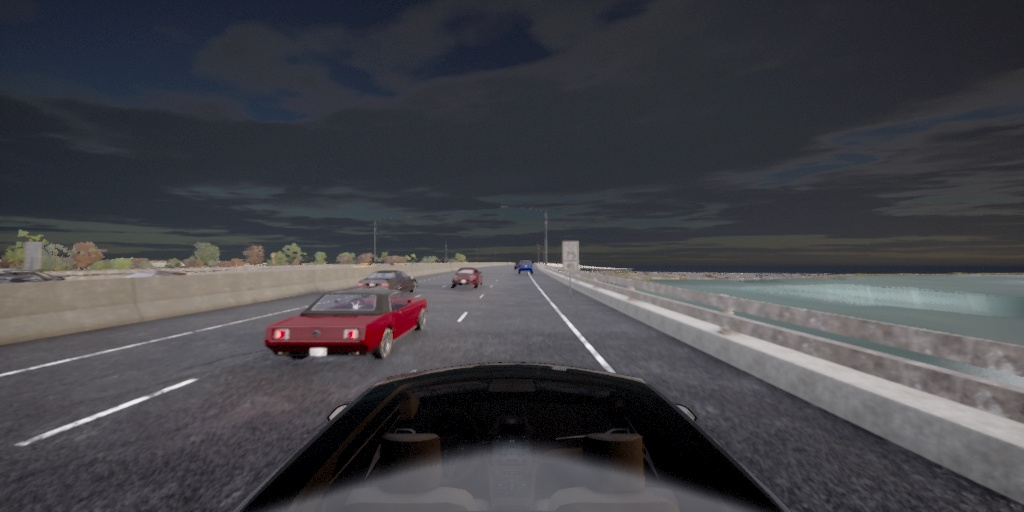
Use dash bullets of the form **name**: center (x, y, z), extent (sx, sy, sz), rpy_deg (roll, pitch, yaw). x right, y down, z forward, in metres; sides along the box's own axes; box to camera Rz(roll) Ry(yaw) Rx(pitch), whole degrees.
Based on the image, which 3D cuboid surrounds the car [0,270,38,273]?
- **car**: center (-24.522, 1.417, 16.963), extent (1.837, 1.490, 4.892), rpy_deg (0, -1, 1)

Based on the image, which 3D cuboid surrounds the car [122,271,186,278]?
- **car**: center (-17.528, 1.443, 17.328), extent (1.812, 1.442, 4.674), rpy_deg (0, -1, 1)

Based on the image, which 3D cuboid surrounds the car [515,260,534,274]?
- **car**: center (1.959, 1.556, 51.823), extent (2.150, 2.045, 5.566), rpy_deg (0, -1, 2)

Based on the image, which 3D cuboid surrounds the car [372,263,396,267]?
- **car**: center (-20.118, 1.882, 57.722), extent (1.882, 1.535, 5.008), rpy_deg (0, -1, 2)

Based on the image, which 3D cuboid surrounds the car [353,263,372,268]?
- **car**: center (-23.630, 1.876, 57.330), extent (1.882, 1.535, 5.008), rpy_deg (0, -1, 2)

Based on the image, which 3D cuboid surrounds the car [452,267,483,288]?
- **car**: center (-3.216, 1.552, 26.337), extent (1.812, 1.442, 4.674), rpy_deg (0, -1, 1)

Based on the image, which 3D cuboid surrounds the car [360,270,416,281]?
- **car**: center (-6.799, 1.501, 20.056), extent (2.033, 1.411, 5.357), rpy_deg (0, -1, 1)

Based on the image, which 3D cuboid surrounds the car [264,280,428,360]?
- **car**: center (-3.382, 1.425, 8.512), extent (1.895, 1.301, 4.718), rpy_deg (0, -1, 0)

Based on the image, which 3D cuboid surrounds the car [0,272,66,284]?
- **car**: center (-21.047, 1.487, 14.688), extent (1.895, 1.301, 4.718), rpy_deg (0, -1, 0)
